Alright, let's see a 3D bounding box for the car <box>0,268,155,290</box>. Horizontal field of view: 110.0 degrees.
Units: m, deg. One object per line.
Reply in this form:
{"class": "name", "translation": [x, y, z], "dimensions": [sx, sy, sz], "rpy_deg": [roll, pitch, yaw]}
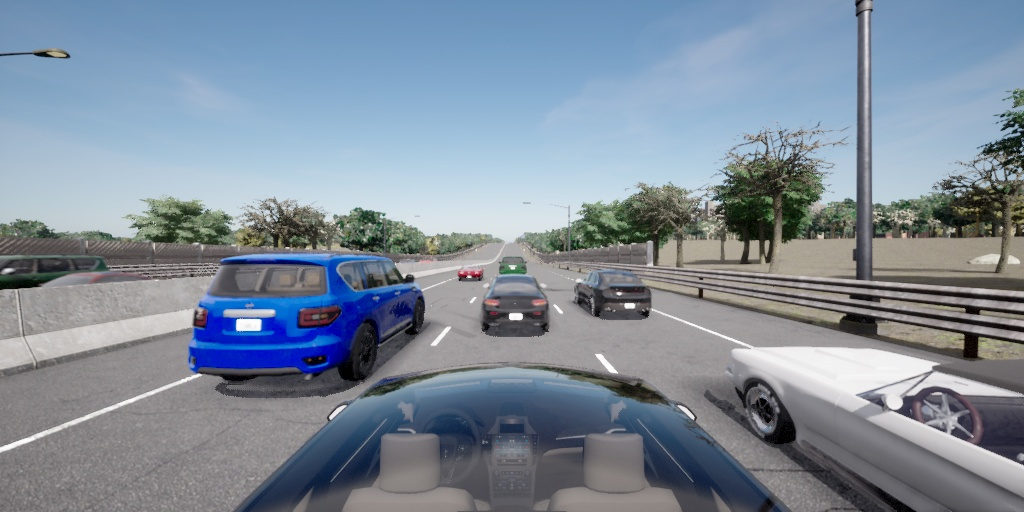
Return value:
{"class": "car", "translation": [-14.114, 1.275, 12.010], "dimensions": [1.812, 1.442, 4.674], "rpy_deg": [0, 0, 0]}

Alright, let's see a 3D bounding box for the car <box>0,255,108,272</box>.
{"class": "car", "translation": [-17.614, 0.971, 12.580], "dimensions": [2.150, 2.045, 5.566], "rpy_deg": [0, 0, 0]}

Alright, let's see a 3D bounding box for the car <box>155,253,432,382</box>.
{"class": "car", "translation": [-3.407, 0.972, 7.313], "dimensions": [2.150, 2.045, 5.566], "rpy_deg": [0, 0, 0]}

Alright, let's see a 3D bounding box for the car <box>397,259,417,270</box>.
{"class": "car", "translation": [-17.577, 1.336, 60.196], "dimensions": [2.097, 1.767, 4.553], "rpy_deg": [0, 0, 0]}

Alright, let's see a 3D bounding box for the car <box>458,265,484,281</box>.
{"class": "car", "translation": [-3.439, 1.390, 30.921], "dimensions": [1.895, 1.301, 4.718], "rpy_deg": [0, 0, -1]}

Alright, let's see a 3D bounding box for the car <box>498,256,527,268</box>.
{"class": "car", "translation": [0.064, 1.006, 29.287], "dimensions": [2.150, 2.045, 5.566], "rpy_deg": [0, 0, 0]}

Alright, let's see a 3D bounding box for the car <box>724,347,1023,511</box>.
{"class": "car", "translation": [3.597, 1.351, 2.350], "dimensions": [1.895, 1.301, 4.718], "rpy_deg": [0, 0, 0]}

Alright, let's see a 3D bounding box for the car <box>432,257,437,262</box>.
{"class": "car", "translation": [-14.076, 1.191, 60.155], "dimensions": [2.150, 2.045, 5.566], "rpy_deg": [0, -1, 0]}

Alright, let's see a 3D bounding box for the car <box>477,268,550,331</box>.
{"class": "car", "translation": [0.089, 1.275, 10.870], "dimensions": [1.812, 1.442, 4.674], "rpy_deg": [0, 0, 0]}

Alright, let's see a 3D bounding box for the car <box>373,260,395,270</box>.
{"class": "car", "translation": [-21.087, 1.485, 59.156], "dimensions": [1.837, 1.490, 4.892], "rpy_deg": [0, -1, 0]}

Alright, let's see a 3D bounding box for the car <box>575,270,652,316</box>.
{"class": "car", "translation": [3.587, 1.257, 13.379], "dimensions": [1.837, 1.490, 4.892], "rpy_deg": [0, 0, 0]}
